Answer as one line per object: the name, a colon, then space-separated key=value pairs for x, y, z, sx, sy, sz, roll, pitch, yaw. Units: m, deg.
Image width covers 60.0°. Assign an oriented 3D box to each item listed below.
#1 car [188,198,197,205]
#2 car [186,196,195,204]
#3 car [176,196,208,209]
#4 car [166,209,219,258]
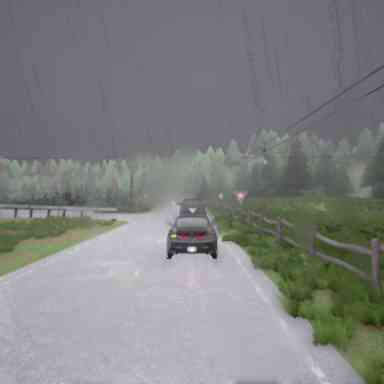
car: x=0.129 y=2.286 z=82.290 sx=2.097 sy=1.767 sz=4.553 roll=0 pitch=-1 yaw=-3
car: x=-0.501 y=2.112 z=92.411 sx=2.150 sy=2.045 sz=5.566 roll=0 pitch=-1 yaw=-5
car: x=0.095 y=1.540 z=27.537 sx=2.150 sy=2.045 sz=5.566 roll=0 pitch=0 yaw=1
car: x=0.017 y=1.662 z=13.475 sx=1.837 sy=1.490 sz=4.892 roll=0 pitch=0 yaw=0
